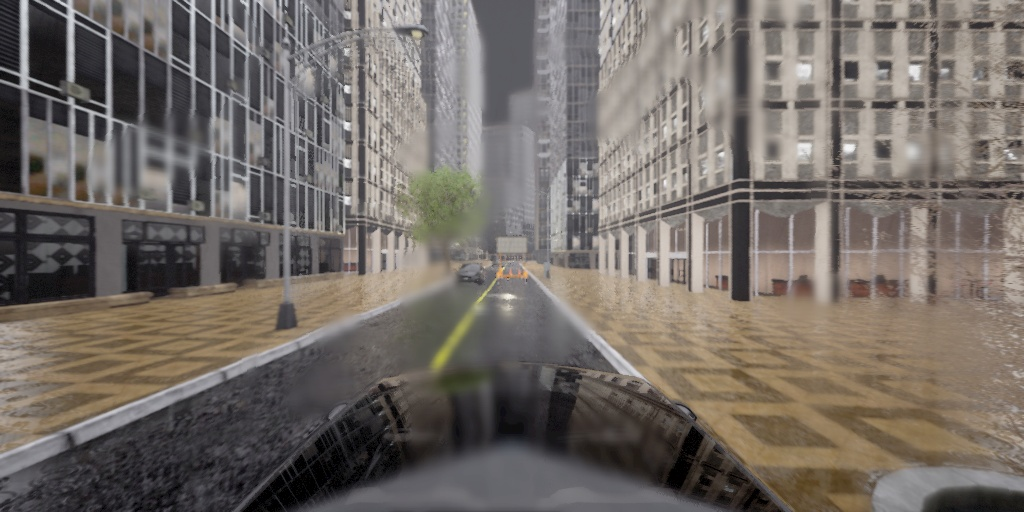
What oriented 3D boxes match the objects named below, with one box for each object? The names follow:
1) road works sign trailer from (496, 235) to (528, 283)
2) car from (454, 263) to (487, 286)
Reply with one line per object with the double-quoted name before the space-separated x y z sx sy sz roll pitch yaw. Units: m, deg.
"road works sign trailer" 0.007 0.205 27.337 2.380 3.560 2.880 0 0 0
"car" -2.840 1.246 25.216 1.837 1.490 4.892 0 0 0
